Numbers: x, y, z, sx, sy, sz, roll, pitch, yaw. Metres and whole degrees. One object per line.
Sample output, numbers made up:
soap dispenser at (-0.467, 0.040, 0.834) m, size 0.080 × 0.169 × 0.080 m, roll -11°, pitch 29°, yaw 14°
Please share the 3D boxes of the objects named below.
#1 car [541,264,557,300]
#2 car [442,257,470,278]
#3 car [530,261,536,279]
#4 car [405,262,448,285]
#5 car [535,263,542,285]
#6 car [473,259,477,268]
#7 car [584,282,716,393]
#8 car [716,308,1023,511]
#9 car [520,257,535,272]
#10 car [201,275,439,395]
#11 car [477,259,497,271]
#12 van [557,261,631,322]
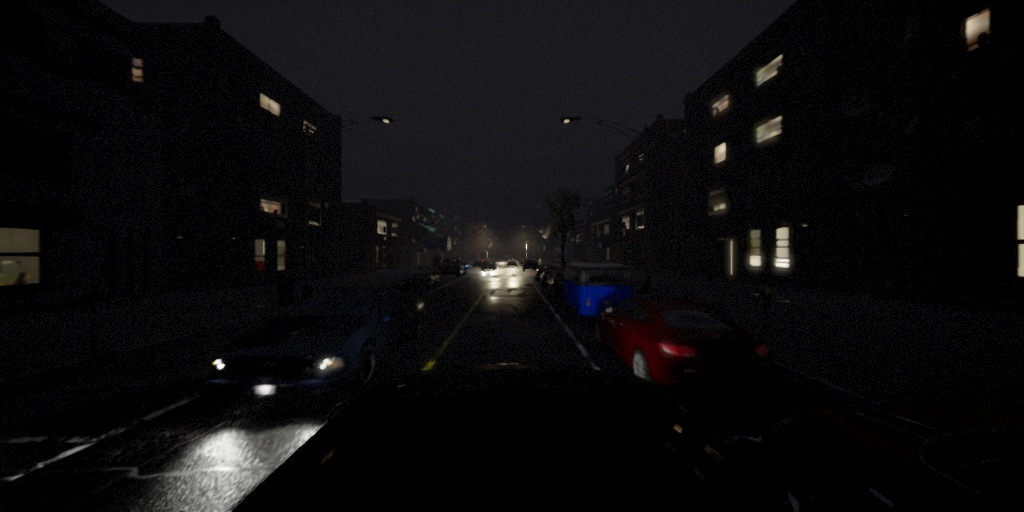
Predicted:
car at (2.692, 1.287, 17.565) m, size 1.888 × 1.381 × 4.507 m, roll 0°, pitch 0°, yaw 0°
car at (-5.691, 1.048, 34.207) m, size 2.192 × 1.841 × 5.009 m, roll 0°, pitch 0°, yaw 0°
car at (2.690, 1.318, 28.662) m, size 1.802 × 1.307 × 4.207 m, roll 0°, pitch 0°, yaw 0°
car at (-5.689, 1.289, 23.110) m, size 2.007 × 1.370 × 4.403 m, roll 0°, pitch 0°, yaw 0°
car at (2.691, 1.321, 23.113) m, size 1.802 × 1.307 × 4.207 m, roll 0°, pitch 0°, yaw 0°
car at (-5.695, 1.157, 61.949) m, size 1.967 × 1.591 × 4.097 m, roll 0°, pitch 0°, yaw 0°
car at (2.694, 1.330, 6.468) m, size 1.802 × 1.307 × 4.207 m, roll 0°, pitch 0°, yaw 0°
car at (2.694, 1.190, 0.920) m, size 1.967 × 1.591 × 4.097 m, roll 0°, pitch 0°, yaw 0°
car at (2.349, 1.230, 46.586) m, size 1.837 × 1.490 × 4.892 m, roll 0°, pitch 0°, yaw 0°
car at (-3.101, 1.295, 7.164) m, size 2.033 × 1.411 × 5.357 m, roll 0°, pitch 0°, yaw 0°
car at (-3.084, 1.216, 48.269) m, size 2.128 × 1.511 × 4.902 m, roll 0°, pitch 0°, yaw 0°
van at (2.692, 1.085, 12.017) m, size 1.690 × 1.789 × 3.998 m, roll 0°, pitch 0°, yaw 0°
